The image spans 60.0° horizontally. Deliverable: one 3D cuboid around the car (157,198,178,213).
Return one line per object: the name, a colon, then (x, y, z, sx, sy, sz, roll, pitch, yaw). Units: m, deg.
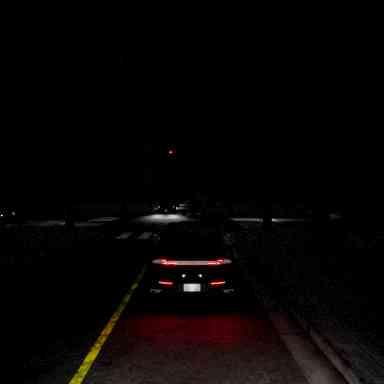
car: (-2.699, 1.584, 35.358, 1.895, 1.301, 4.718, 0, 0, -3)

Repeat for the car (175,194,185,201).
car: (-2.737, 1.208, 75.999, 1.994, 1.385, 4.181, 0, 0, 0)

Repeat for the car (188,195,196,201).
car: (0.014, 1.451, 81.385, 1.812, 1.442, 4.674, 0, 0, 0)

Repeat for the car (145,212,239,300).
car: (0.002, 1.492, 8.362, 2.128, 1.511, 4.902, 0, 0, 0)

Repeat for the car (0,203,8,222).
car: (-14.766, 1.540, 21.513, 4.313, 1.339, 1.947, 0, 0, 0)

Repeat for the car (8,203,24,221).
car: (-15.680, 1.209, 24.055, 5.566, 2.045, 2.150, 0, 0, 0)

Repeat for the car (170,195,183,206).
car: (-2.840, 1.512, 49.555, 2.033, 1.411, 5.357, 0, 0, 0)

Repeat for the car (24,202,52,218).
car: (-14.759, 1.580, 29.540, 4.313, 1.339, 1.947, 0, 0, 0)
